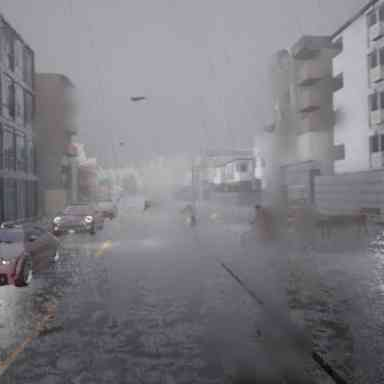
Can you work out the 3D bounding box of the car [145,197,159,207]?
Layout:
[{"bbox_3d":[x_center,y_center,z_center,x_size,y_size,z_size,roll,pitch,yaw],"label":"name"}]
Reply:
[{"bbox_3d":[-6.327,1.519,51.986,2.033,1.411,5.357,-1,0,-7],"label":"car"}]

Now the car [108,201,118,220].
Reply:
[{"bbox_3d":[-7.619,1.542,28.924,1.882,1.535,5.008,-1,0,-7],"label":"car"}]

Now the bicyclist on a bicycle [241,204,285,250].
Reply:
[{"bbox_3d":[2.528,1.263,11.885,1.656,1.620,0.582,-1,0,-7],"label":"bicyclist on a bicycle"}]

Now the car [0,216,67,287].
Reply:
[{"bbox_3d":[-5.142,1.637,9.248,1.994,1.385,4.181,-1,0,-7],"label":"car"}]

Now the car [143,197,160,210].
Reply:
[{"bbox_3d":[-5.034,1.481,41.792,1.837,1.490,4.892,-1,0,-7],"label":"car"}]

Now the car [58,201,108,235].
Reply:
[{"bbox_3d":[-6.390,1.421,19.092,2.097,1.767,4.553,-1,0,-7],"label":"car"}]
